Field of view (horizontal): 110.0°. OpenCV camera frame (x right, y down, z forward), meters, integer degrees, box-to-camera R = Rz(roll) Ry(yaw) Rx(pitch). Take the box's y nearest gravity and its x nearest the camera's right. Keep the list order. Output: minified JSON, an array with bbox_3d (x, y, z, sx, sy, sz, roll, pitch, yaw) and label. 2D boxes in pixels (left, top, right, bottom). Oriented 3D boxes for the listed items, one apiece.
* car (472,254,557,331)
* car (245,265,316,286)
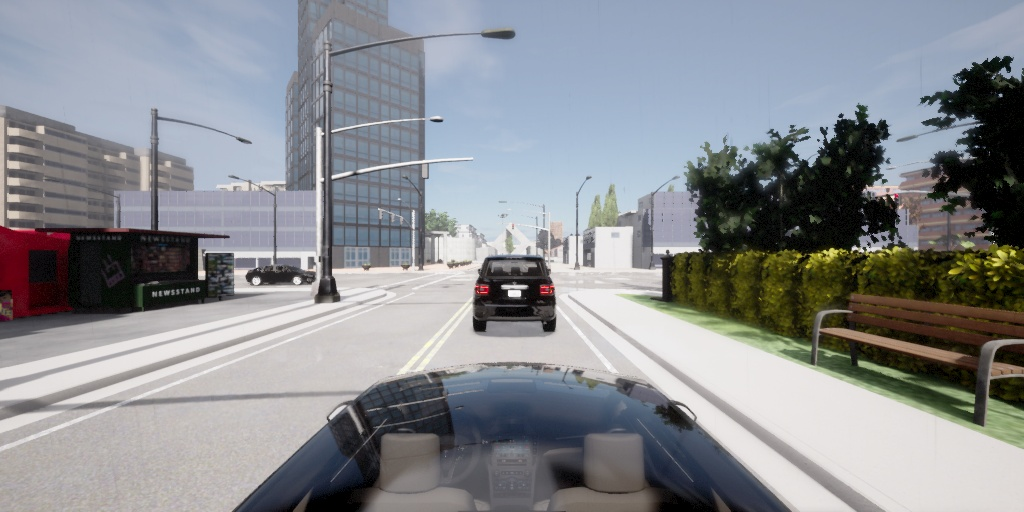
[{"bbox_3d":[0.075,0.971,11.079,2.150,2.045,5.566,0,0,0],"label":"car"},{"bbox_3d":[-16.638,1.362,26.173,4.892,1.490,1.837,-1,0,0],"label":"car"}]
